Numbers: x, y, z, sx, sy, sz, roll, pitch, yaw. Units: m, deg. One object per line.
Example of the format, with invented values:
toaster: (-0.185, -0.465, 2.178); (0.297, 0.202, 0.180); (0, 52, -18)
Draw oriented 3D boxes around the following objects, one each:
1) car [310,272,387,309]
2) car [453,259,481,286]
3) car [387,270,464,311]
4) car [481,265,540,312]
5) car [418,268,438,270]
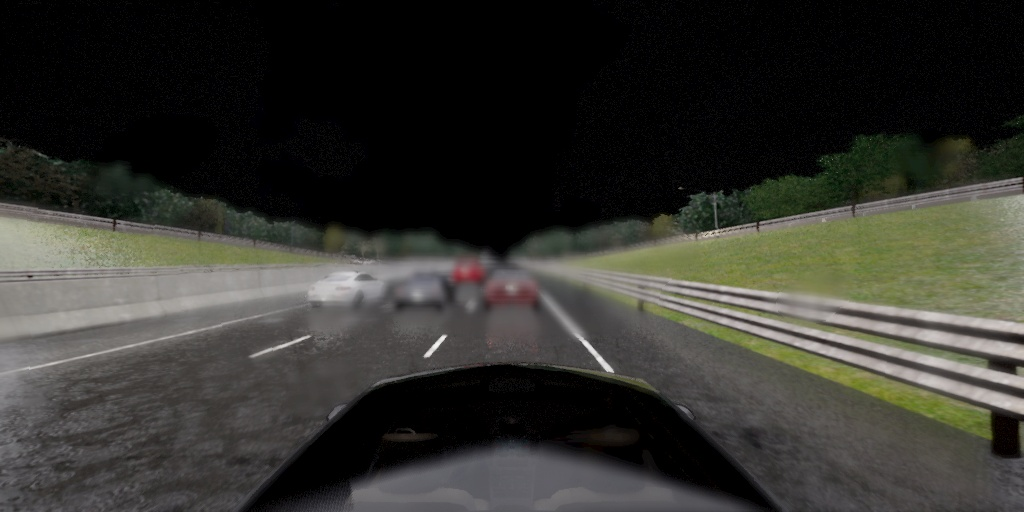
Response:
car: (-6.975, 1.430, 15.771); (1.812, 1.442, 4.674); (0, 0, 1)
car: (-3.493, 1.296, 29.465); (2.150, 2.045, 5.566); (0, 0, 0)
car: (-3.482, 1.464, 15.282); (1.994, 1.385, 4.181); (0, -1, 1)
car: (0.022, 1.251, 15.313); (2.097, 1.767, 4.553); (0, -1, 0)
car: (-6.985, 1.681, 30.140); (1.895, 1.301, 4.718); (0, -1, 0)
